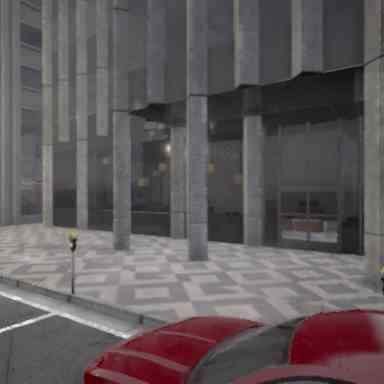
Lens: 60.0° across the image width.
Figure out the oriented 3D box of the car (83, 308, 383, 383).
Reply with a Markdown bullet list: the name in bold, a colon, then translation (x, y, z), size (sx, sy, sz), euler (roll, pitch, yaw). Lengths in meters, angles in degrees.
- **car**: translation (1.125, 1.538, 2.170), size (4.507, 1.381, 1.887), euler (0, 0, 35)
